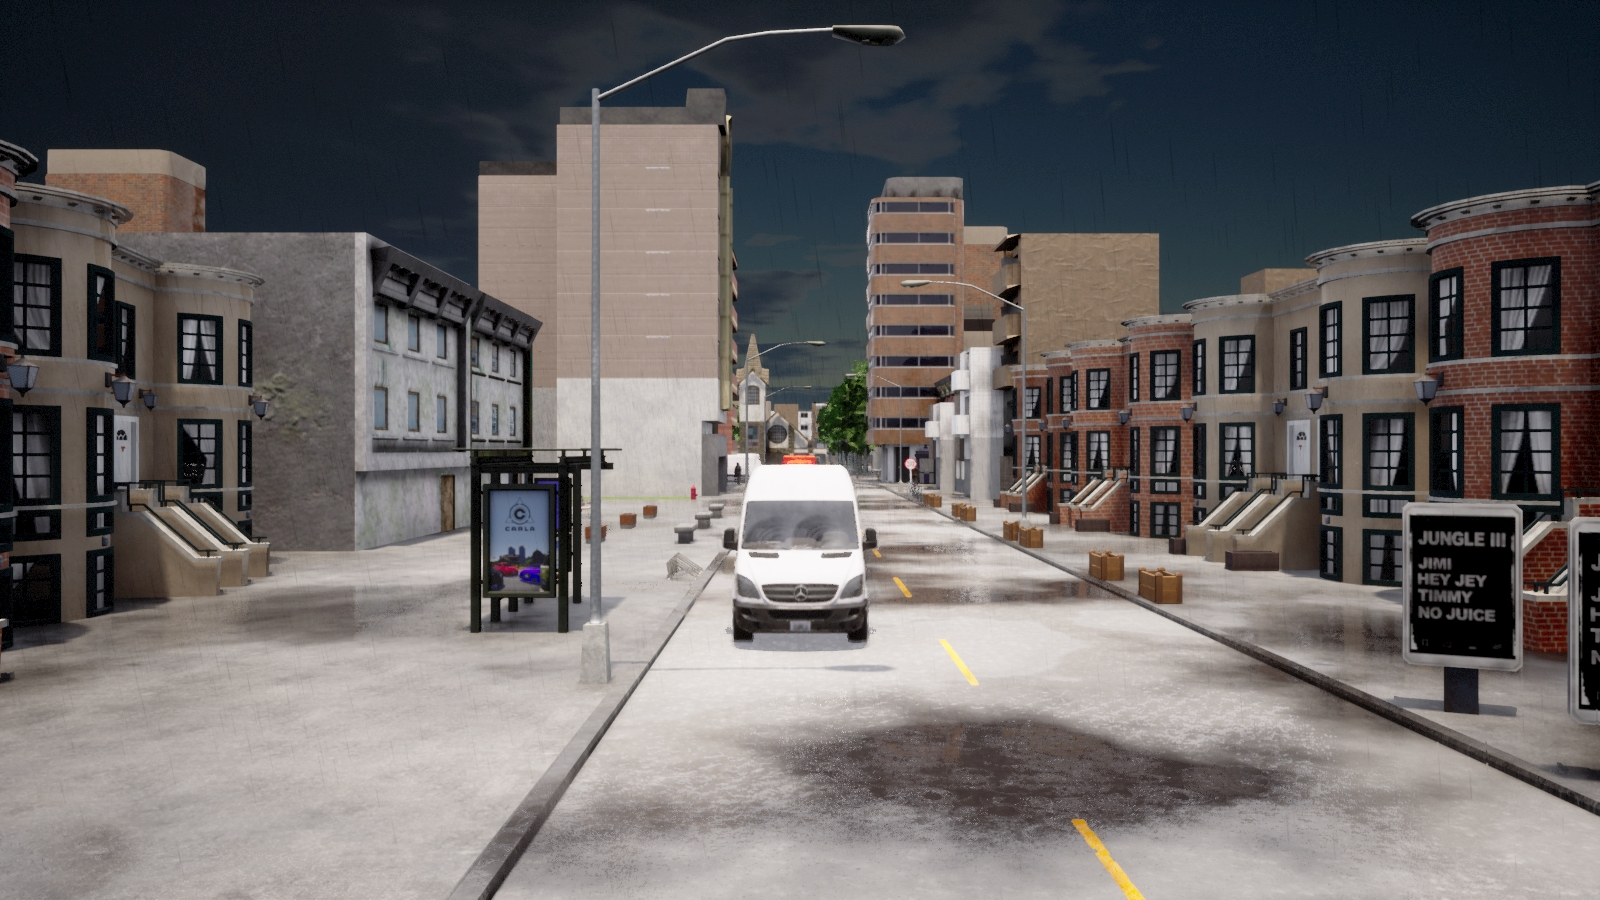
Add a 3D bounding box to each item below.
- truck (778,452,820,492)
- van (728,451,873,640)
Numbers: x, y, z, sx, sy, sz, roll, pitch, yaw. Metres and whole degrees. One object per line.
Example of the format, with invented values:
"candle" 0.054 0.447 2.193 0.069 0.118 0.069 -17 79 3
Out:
"truck" -0.047 1.376 73.803 2.627 2.467 5.204 0 0 0
"van" 0.009 1.320 18.681 1.988 2.561 5.915 0 0 0
